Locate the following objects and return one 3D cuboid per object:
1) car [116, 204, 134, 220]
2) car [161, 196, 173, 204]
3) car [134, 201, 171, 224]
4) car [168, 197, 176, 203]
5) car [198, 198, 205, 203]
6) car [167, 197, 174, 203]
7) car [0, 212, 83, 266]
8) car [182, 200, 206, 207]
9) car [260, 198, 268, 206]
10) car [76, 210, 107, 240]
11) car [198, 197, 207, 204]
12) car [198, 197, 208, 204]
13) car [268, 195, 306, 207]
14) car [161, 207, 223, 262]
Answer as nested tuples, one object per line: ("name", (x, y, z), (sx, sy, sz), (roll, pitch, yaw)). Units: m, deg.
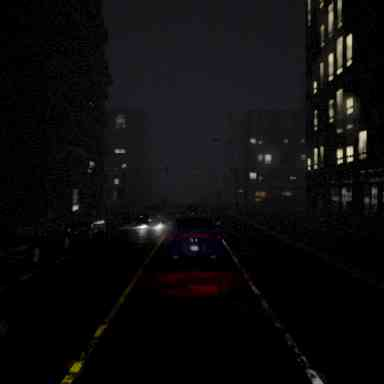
("car", (-5.766, 1.802, 30.353), (1.802, 1.307, 4.206), (0, 0, 0))
("car", (-5.750, 2.108, 72.376), (1.947, 1.339, 4.313), (0, 0, 0))
("car", (-3.116, 1.746, 27.384), (2.033, 1.411, 5.357), (0, 0, 0))
("car", (-5.768, 2.164, 95.106), (1.967, 1.590, 4.097), (0, 0, 0))
("car", (2.612, 2.305, 95.114), (1.802, 1.307, 4.206), (0, 0, 0))
("car", (-5.764, 2.201, 89.253), (1.752, 1.417, 4.829), (0, 0, 0))
("car", (-5.701, 1.636, 11.789), (2.008, 1.369, 4.403), (0, 0, 0))
("car", (0.072, 1.754, 31.471), (1.812, 1.442, 4.674), (0, 0, 0))
("car", (14.512, 1.441, 58.713), (5.009, 1.841, 2.192), (-1, 1, -1))
("car", (-5.705, 1.677, 17.437), (2.008, 1.369, 4.403), (0, 0, 0))
("car", (2.621, 2.072, 83.750), (1.967, 1.590, 4.097), (0, 0, 0))
("car", (2.625, 2.026, 78.068), (1.967, 1.590, 4.097), (0, 0, 0))
("car", (14.653, 1.394, 50.335), (5.009, 1.841, 2.192), (-1, 1, -1))
("car", (0.082, 1.569, 12.618), (1.882, 1.535, 5.008), (0, 0, 0))
